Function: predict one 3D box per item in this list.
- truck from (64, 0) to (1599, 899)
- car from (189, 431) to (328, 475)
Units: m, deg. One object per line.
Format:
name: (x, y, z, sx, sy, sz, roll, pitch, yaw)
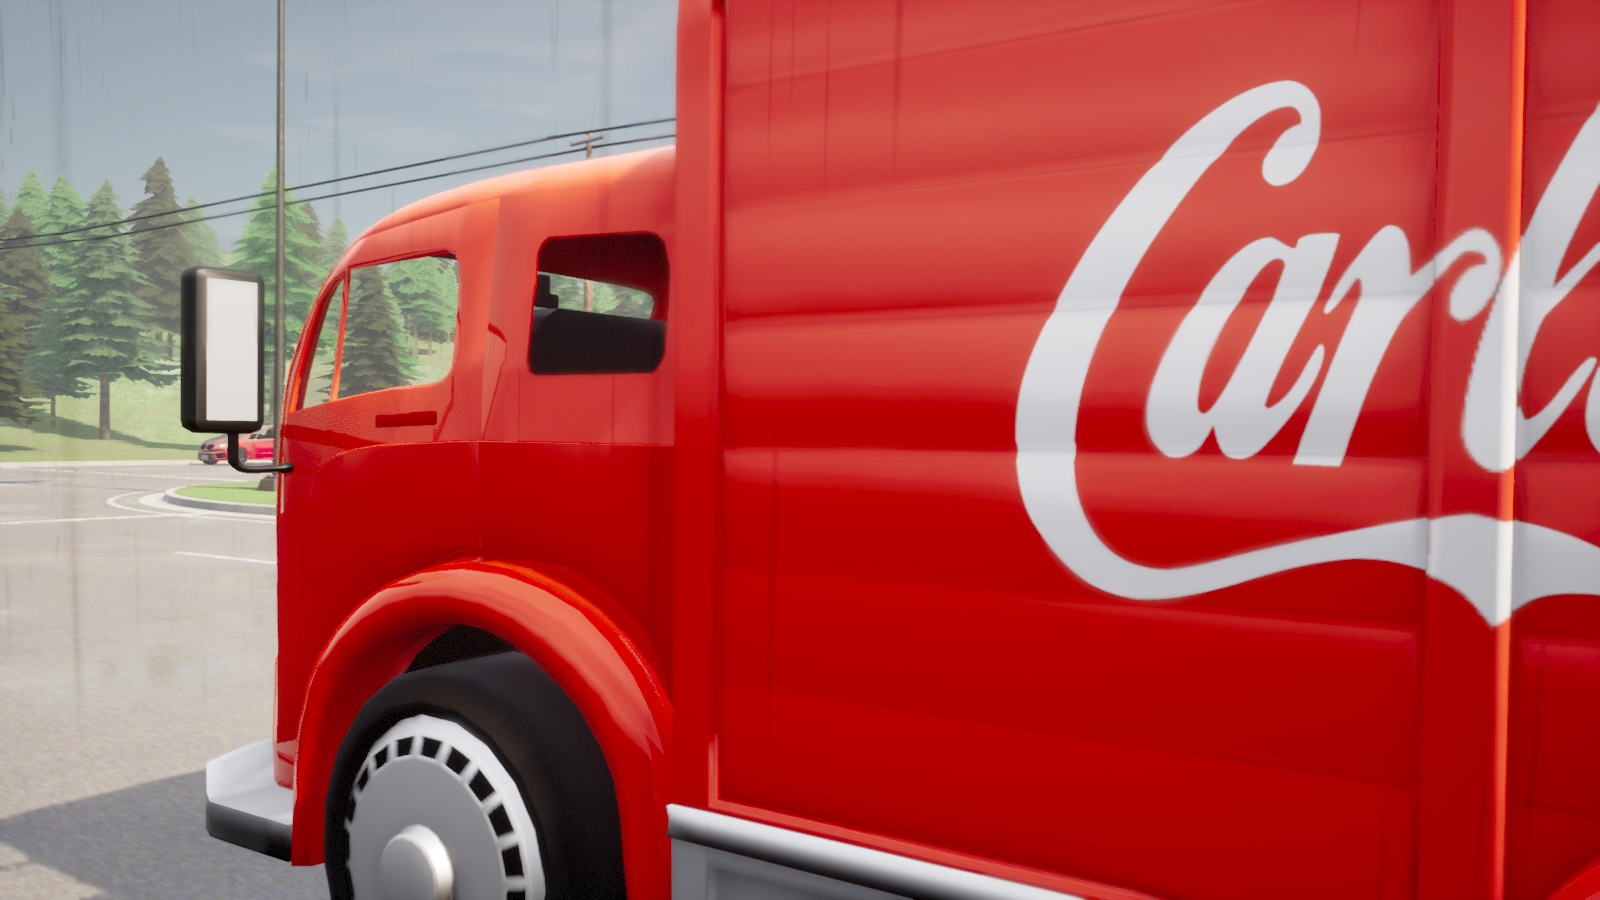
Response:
truck: (0.971, 0.195, 2.969, 5.204, 2.467, 2.627, 0, 1, 34)
car: (-21.675, 0.084, 50.410, 2.242, 1.667, 4.611, 0, 1, 34)
